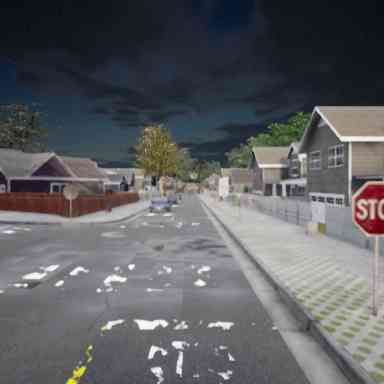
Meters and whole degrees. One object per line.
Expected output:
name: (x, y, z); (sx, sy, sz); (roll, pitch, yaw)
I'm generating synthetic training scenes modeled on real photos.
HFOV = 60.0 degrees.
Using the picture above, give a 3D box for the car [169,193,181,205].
car: (-2.968, 0.985, 46.791); (1.837, 1.490, 4.892); (0, 2, 0)

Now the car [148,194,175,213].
car: (-2.933, 1.160, 31.747); (1.812, 1.442, 4.674); (0, 1, 0)
